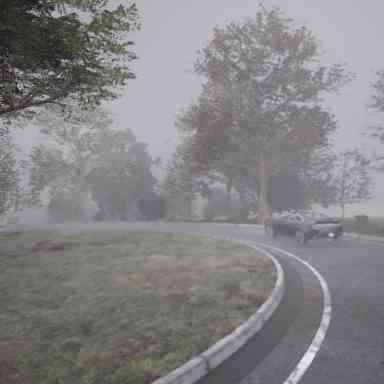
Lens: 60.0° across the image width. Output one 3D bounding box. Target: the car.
[{"bbox_3d":[5.514,1.732,17.051,2.128,1.511,4.902,0,-1,-15],"label":"car"}]
